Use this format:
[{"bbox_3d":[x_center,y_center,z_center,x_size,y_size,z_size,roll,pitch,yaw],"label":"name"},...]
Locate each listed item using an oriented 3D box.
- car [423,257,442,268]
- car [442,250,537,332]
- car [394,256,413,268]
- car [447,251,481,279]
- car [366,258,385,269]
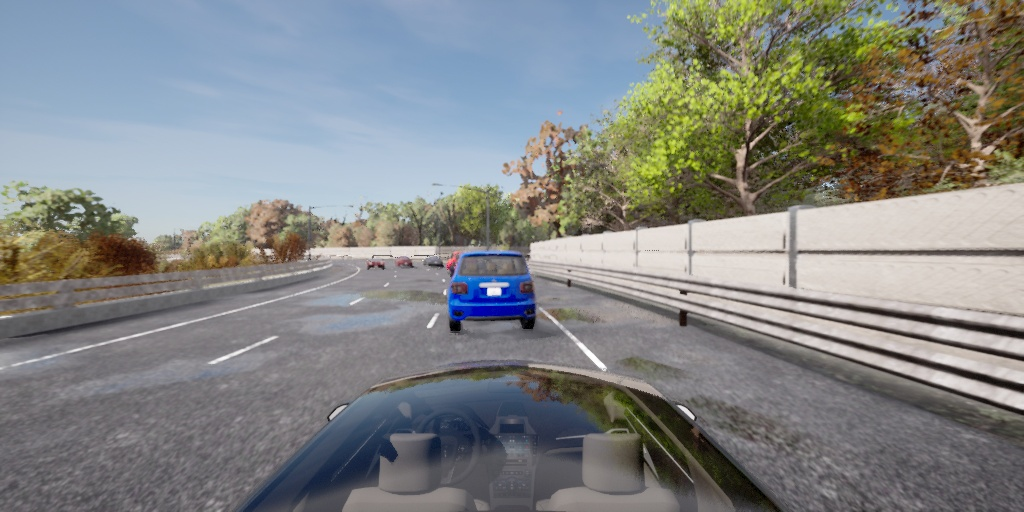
[{"bbox_3d":[-10.223,0.751,46.127,1.994,1.385,4.181,-1,1,-24],"label":"car"},{"bbox_3d":[-0.688,0.853,10.639,2.150,2.045,5.566,0,1,-6],"label":"car"},{"bbox_3d":[-13.859,0.733,45.713,1.812,1.442,4.674,0,1,-24],"label":"car"},{"bbox_3d":[-4.117,0.612,29.638,2.150,2.045,5.566,0,1,-14],"label":"car"},{"bbox_3d":[-16.059,0.866,42.091,1.895,1.301,4.718,-1,1,-23],"label":"car"}]
